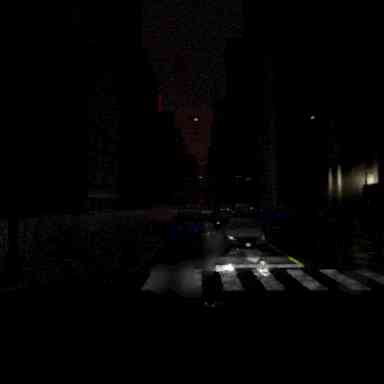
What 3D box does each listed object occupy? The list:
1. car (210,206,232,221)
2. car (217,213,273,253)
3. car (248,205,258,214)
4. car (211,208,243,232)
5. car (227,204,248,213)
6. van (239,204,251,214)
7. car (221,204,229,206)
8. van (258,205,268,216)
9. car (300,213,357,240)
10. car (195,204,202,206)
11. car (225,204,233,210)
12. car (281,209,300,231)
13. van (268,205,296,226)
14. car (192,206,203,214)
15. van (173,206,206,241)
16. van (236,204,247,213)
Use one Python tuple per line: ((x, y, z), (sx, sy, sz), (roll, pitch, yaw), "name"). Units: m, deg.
((2.970, 2.607, 36.819), (2.033, 1.411, 5.357), (-1, -2, 2), "car")
((2.386, 1.980, 16.165), (1.812, 1.442, 4.674), (-1, -2, 1), "car")
((9.158, 2.939, 48.478), (1.802, 1.307, 4.206), (-1, -2, 2), "car")
((2.668, 2.279, 26.413), (1.812, 1.442, 4.674), (-1, -2, 2), "car")
((6.411, 2.869, 47.265), (1.812, 1.442, 4.674), (-1, -2, 2), "car")
((9.478, 3.038, 59.831), (1.690, 1.788, 3.998), (-1, -2, 2), "van")
((6.650, 3.198, 57.506), (2.033, 1.411, 5.357), (-1, -2, 2), "car")
((8.835, 2.361, 37.140), (1.690, 1.788, 3.998), (-1, -2, 2), "van")
((8.354, 2.072, 20.115), (2.008, 1.369, 4.403), (0, -2, 2), "car")
((-0.008, 2.079, 26.032), (2.192, 1.841, 5.009), (0, -2, 2), "car")
((10.449, 4.246, 94.032), (1.752, 1.417, 4.829), (-1, -2, 2), "car")
((8.516, 2.268, 25.787), (1.802, 1.307, 4.206), (0, -2, 2), "car")
((8.674, 2.194, 31.467), (1.690, 1.788, 3.998), (-1, -2, 2), "van")
((1.119, 3.495, 65.734), (2.008, 1.369, 4.403), (-1, -2, 2), "car")
((-0.169, 1.940, 20.359), (1.690, 1.788, 3.998), (0, -2, 2), "van")
((9.639, 3.208, 65.504), (1.690, 1.788, 3.998), (-1, -2, 2), "van")
